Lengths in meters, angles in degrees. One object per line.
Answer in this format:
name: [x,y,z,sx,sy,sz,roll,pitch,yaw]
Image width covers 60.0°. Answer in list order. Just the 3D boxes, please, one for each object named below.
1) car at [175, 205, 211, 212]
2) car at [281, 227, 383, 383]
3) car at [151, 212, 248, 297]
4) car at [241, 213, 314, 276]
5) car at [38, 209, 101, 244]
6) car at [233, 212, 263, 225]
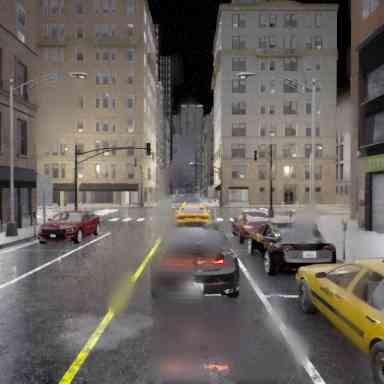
car: [0.053,1.471,18.973,1.882,1.535,5.008,0,0,1]
car: [2.868,1.524,4.782,1.752,1.417,4.829,-1,0,0]
car: [0.073,1.502,8.546,1.837,1.490,4.892,0,0,0]
car: [2.876,1.563,10.198,1.947,1.339,4.313,-1,0,0]
car: [-5.662,1.539,15.792,1.887,1.381,4.507,-1,0,0]
car: [2.883,1.577,15.784,1.802,1.307,4.206,-1,0,0]
